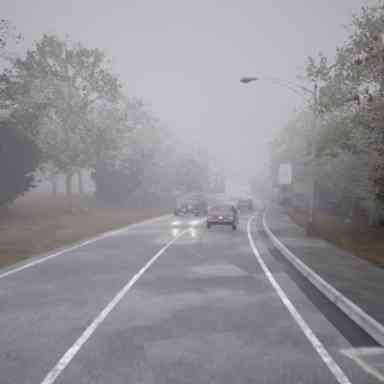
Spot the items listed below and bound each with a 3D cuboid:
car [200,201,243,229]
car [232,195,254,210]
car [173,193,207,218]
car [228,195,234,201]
[{"bbox_3d":[2.057,1.525,21.639,2.033,1.411,5.357,1,0,10],"label":"car"},{"bbox_3d":[6.745,1.480,42.225,2.128,1.511,4.902,1,0,14],"label":"car"},{"bbox_3d":[-0.045,1.123,29.960,2.150,2.045,5.566,1,0,13],"label":"car"},{"bbox_3d":[8.649,1.409,70.210,1.994,1.385,4.181,1,1,6],"label":"car"}]
